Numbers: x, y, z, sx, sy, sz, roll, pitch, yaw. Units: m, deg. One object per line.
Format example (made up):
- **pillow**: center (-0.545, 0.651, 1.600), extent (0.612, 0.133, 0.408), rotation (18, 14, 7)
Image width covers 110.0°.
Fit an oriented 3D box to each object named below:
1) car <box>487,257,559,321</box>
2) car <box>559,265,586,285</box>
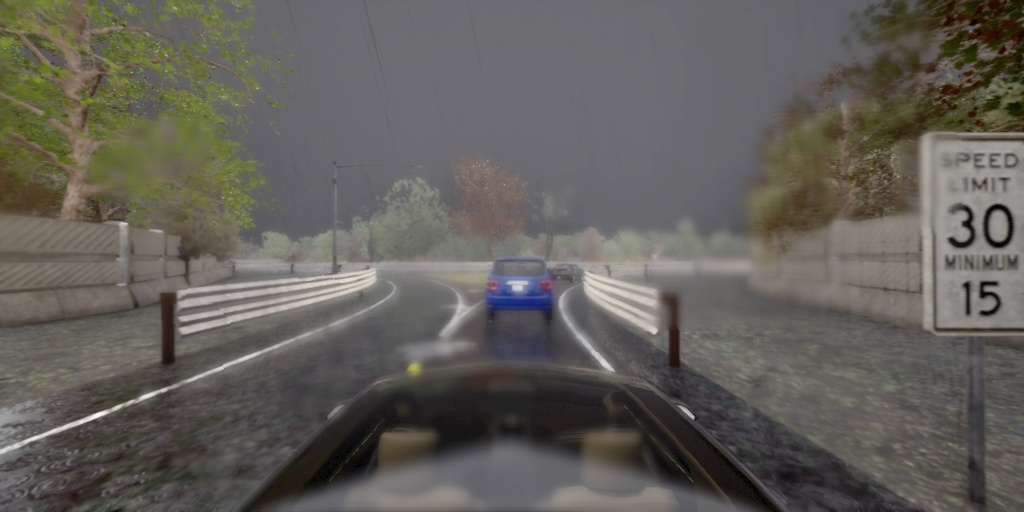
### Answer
- **car**: center (0.425, 1.063, 13.170), extent (2.150, 2.045, 5.566), rotation (0, 0, 4)
- **car**: center (4.668, 1.469, 29.069), extent (1.837, 1.490, 4.892), rotation (0, -1, 24)
